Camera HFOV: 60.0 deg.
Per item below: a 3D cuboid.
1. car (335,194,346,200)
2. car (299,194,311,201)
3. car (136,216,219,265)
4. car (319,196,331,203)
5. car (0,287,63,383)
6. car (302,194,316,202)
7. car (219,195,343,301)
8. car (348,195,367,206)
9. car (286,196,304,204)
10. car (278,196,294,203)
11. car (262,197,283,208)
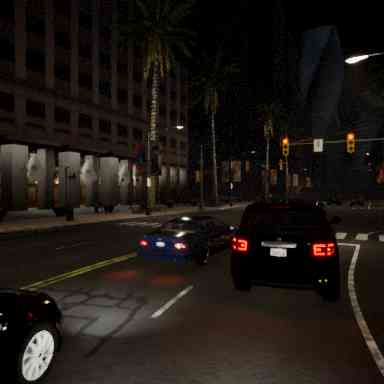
[{"bbox_3d":[24.648,1.352,57.137,2.097,1.767,4.553,0,0,29],"label":"car"},{"bbox_3d":[30.191,1.354,88.663,2.185,1.767,4.553,0,0,28],"label":"car"},{"bbox_3d":[0.188,1.547,11.790,2.033,1.411,5.357,0,0,26],"label":"car"},{"bbox_3d":[29.417,1.552,73.405,1.994,1.385,4.181,0,0,29],"label":"car"},{"bbox_3d":[-2.896,1.505,2.552,1.837,1.490,4.892,0,0,9],"label":"car"},{"bbox_3d":[26.606,1.355,75.559,2.097,1.767,4.553,0,0,29],"label":"car"},{"bbox_3d":[2.613,1.221,8.701,2.150,2.045,5.566,0,0,22],"label":"car"},{"bbox_3d":[27.135,1.600,54.383,1.895,1.301,4.718,0,0,29],"label":"car"},{"bbox_3d":[19.399,1.492,62.424,2.128,1.511,4.902,0,0,29],"label":"car"},{"bbox_3d":[19.633,1.513,69.440,2.161,1.482,4.786,0,0,28],"label":"car"},{"bbox_3d":[11.830,1.507,48.655,1.837,1.490,4.892,0,-1,29],"label":"car"}]
